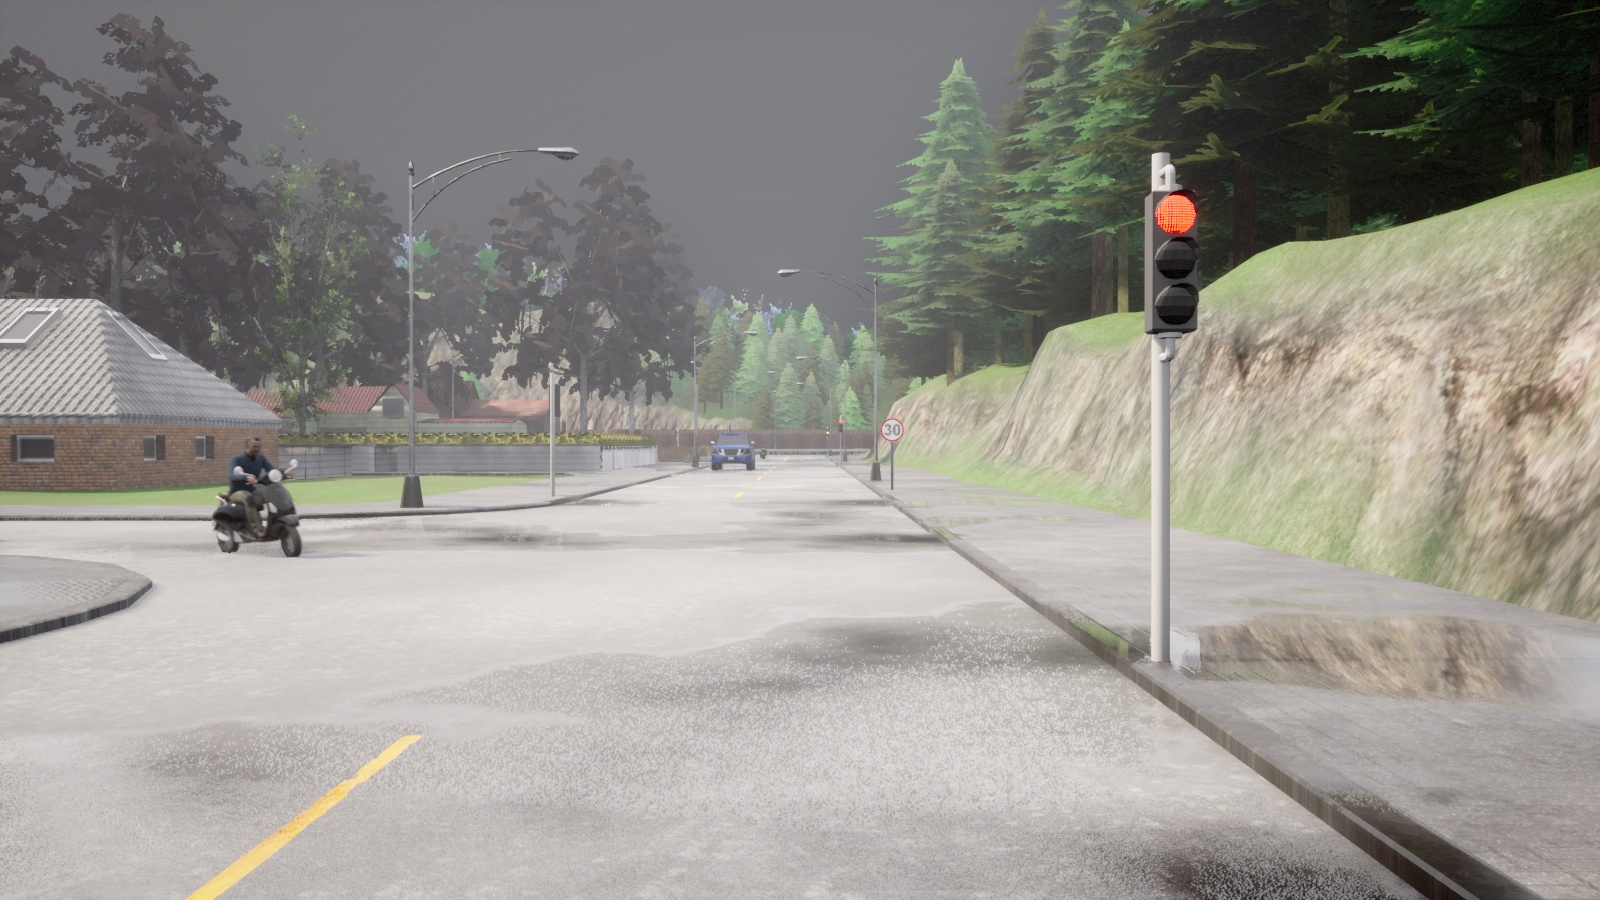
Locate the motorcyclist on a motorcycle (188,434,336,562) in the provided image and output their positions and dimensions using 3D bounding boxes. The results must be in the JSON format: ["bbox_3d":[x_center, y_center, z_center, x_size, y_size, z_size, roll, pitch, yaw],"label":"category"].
[{"bbox_3d":[-7.126,0.600,16.630,1.817,1.590,0.866,0,3,32],"label":"motorcyclist on a motorcycle"}]

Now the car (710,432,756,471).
[{"bbox_3d":[-3.600,0.076,68.430,2.150,2.045,5.566,0,0,0],"label":"car"}]
